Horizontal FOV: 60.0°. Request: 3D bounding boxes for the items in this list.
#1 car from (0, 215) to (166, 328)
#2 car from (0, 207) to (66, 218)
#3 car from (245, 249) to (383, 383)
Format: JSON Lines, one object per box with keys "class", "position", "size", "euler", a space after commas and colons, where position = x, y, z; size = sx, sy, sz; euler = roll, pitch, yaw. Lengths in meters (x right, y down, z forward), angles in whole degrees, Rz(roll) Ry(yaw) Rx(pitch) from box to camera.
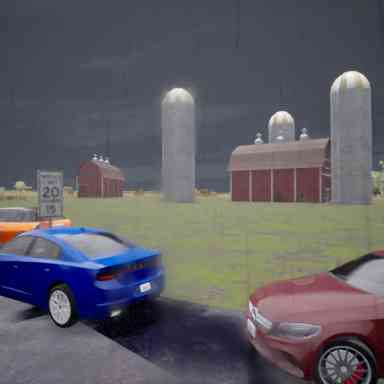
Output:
{"class": "car", "position": [-2.877, 1.480, 7.045], "size": [5.008, 1.535, 1.882], "euler": [0, 0, 33]}
{"class": "car", "position": [-6.861, 1.363, 12.983], "size": [4.553, 1.767, 2.097], "euler": [0, 0, 23]}
{"class": "car", "position": [3.090, 1.556, 4.616], "size": [4.674, 1.442, 1.812], "euler": [1, 0, -7]}
